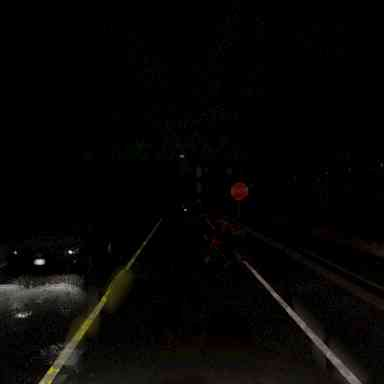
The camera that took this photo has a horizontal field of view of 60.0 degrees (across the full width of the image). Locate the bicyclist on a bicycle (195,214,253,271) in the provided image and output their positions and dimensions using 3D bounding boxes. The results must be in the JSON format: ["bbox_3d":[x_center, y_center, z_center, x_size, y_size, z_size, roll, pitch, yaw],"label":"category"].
[{"bbox_3d":[0.899,1.448,9.486,1.656,1.620,0.582,-2,0,-2],"label":"bicyclist on a bicycle"}]

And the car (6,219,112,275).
[{"bbox_3d":[-3.839,1.566,10.294,1.994,1.385,4.181,0,0,-1],"label":"car"}]

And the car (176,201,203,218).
[{"bbox_3d":[-0.161,1.547,30.447,2.033,1.411,5.357,0,0,9],"label":"car"}]
